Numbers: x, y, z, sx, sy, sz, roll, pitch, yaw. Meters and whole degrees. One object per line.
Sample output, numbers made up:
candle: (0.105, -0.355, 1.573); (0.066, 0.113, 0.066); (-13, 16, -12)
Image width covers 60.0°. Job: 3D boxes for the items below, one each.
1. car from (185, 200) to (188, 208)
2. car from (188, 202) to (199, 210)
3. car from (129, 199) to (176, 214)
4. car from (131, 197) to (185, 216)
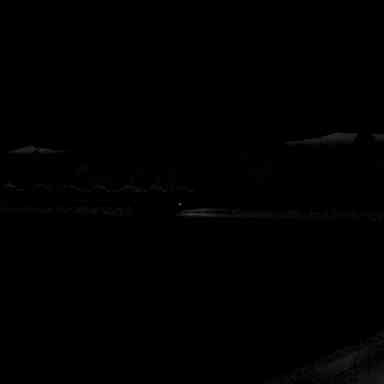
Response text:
car: (-3.279, 1.547, 44.490); (4.553, 1.767, 2.097); (0, 0, 12)
car: (-1.377, 1.752, 47.672); (4.674, 1.442, 1.812); (0, 0, 11)
car: (-4.449, 1.643, 37.581); (4.902, 1.511, 2.128); (0, 0, 12)
car: (-3.645, 1.617, 33.841); (5.008, 1.535, 1.882); (0, 0, 12)
